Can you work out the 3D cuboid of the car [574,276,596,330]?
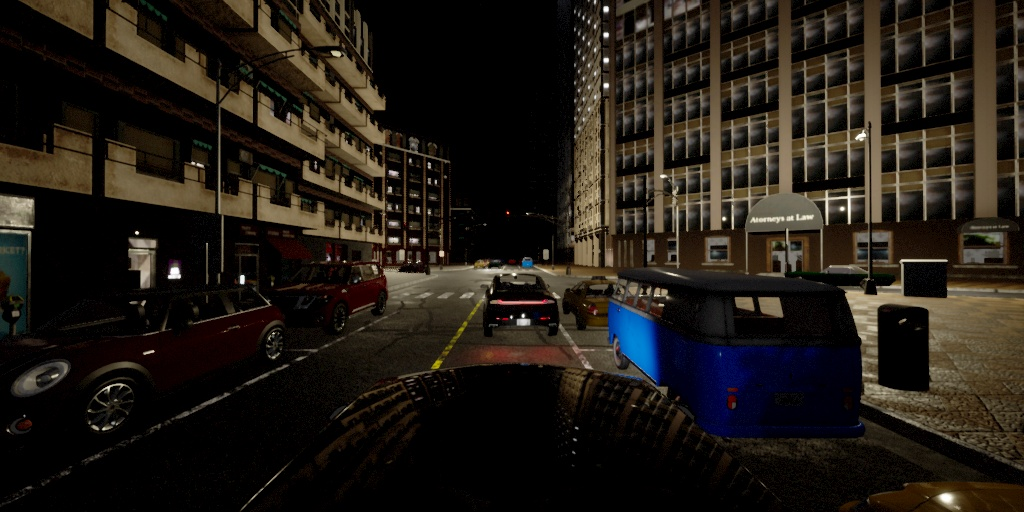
[{"bbox_3d":[2.564,1.278,10.877,1.751,1.417,4.829,0,0,0],"label":"car"}]

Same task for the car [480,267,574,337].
[{"bbox_3d":[0.132,1.244,10.312,2.128,1.511,4.902,0,0,-3],"label":"car"}]

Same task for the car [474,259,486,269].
[{"bbox_3d":[-5.322,1.348,59.529,1.751,1.417,4.829,0,0,0],"label":"car"}]

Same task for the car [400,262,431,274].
[{"bbox_3d":[-11.403,1.424,42.002,4.181,1.385,1.994,-1,-1,41],"label":"car"}]

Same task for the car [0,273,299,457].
[{"bbox_3d":[-5.315,1.190,5.164,1.967,1.591,4.097,0,0,0],"label":"car"}]

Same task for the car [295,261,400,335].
[{"bbox_3d":[-5.316,1.067,10.700,2.192,1.841,5.009,0,0,0],"label":"car"}]

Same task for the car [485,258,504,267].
[{"bbox_3d":[-2.824,1.422,58.789,1.895,1.301,4.718,0,0,2],"label":"car"}]

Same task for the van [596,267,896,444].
[{"bbox_3d":[2.565,1.091,5.171,1.690,1.789,3.998,0,0,0],"label":"van"}]

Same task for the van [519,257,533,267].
[{"bbox_3d":[2.559,1.164,59.700,1.690,1.789,3.998,0,0,0],"label":"van"}]

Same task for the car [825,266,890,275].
[{"bbox_3d":[18.306,1.193,20.426,4.718,1.301,1.895,-1,-1,40],"label":"car"}]
